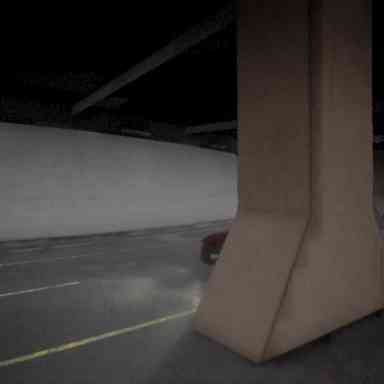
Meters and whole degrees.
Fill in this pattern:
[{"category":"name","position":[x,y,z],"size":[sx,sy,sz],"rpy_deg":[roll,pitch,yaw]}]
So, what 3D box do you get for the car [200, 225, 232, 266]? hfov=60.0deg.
[{"category":"car","position":[2.436,1.493,10.771],"size":[5.008,1.535,1.882],"rpy_deg":[0,0,-43]}]
